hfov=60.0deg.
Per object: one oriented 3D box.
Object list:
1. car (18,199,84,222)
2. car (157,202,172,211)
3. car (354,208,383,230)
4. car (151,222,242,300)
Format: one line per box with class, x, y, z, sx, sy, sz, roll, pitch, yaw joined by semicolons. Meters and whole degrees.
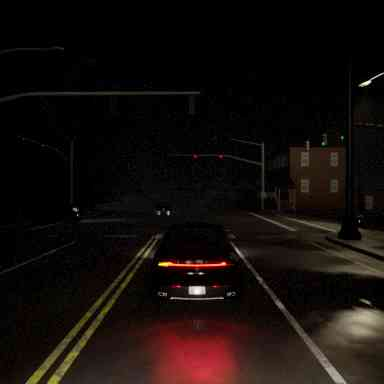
car;-10.806;1.347;25.820;4.553;1.767;2.097;0;0;-6
car;-3.673;2.056;45.643;2.033;1.411;5.357;0;-4;0
car;16.625;2.401;28.834;5.566;2.045;2.150;9;0;0
car;0.086;1.505;8.346;1.837;1.490;4.892;0;0;0
